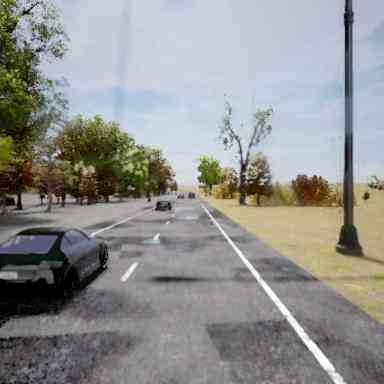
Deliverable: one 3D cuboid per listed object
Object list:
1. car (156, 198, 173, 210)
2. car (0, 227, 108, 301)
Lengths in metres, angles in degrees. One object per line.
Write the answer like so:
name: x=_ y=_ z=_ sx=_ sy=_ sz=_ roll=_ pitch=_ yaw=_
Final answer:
car: x=-3.527 y=1.457 z=42.857 sx=2.128 sy=1.511 sz=4.902 roll=0 pitch=0 yaw=0
car: x=-3.505 y=1.564 z=8.368 sx=1.994 sy=1.385 sz=4.181 roll=0 pitch=0 yaw=0
